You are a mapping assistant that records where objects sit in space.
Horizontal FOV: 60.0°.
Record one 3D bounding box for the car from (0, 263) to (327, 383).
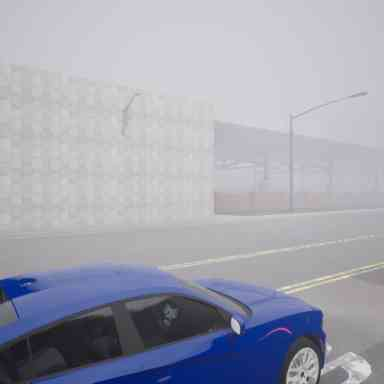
[{"bbox_3d":[-0.691,1.478,3.256,5.008,1.535,1.882,0,0,-36],"label":"car"}]
